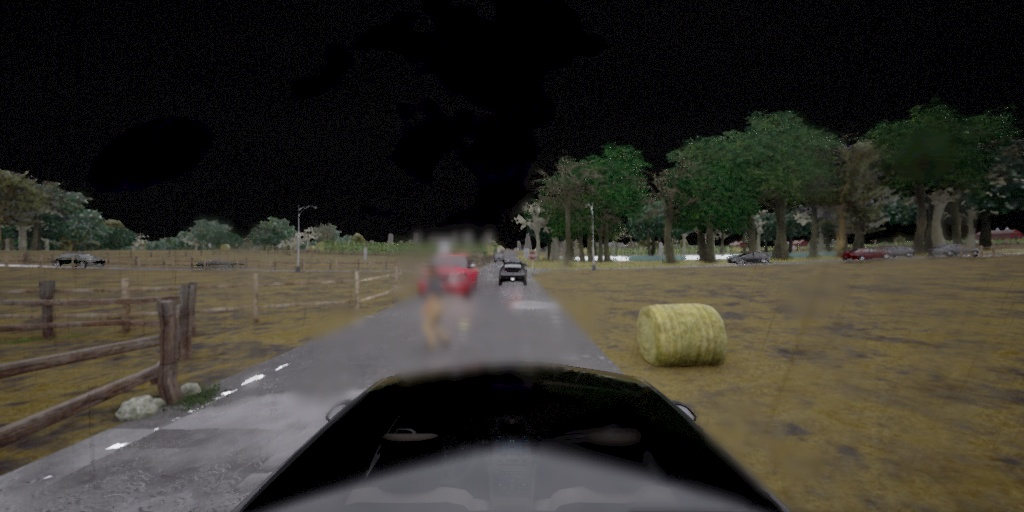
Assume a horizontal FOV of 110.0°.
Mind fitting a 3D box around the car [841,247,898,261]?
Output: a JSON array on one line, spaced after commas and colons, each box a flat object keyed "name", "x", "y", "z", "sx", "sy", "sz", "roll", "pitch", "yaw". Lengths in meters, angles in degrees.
[{"name": "car", "x": 42.935, "y": -0.192, "z": 43.455, "sx": 5.008, "sy": 1.535, "sz": 1.882, "roll": -2, "pitch": -1, "yaw": 0}]

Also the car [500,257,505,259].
[{"name": "car", "x": 0.502, "y": 1.076, "z": 36.304, "sx": 2.128, "sy": 1.511, "sz": 4.902, "roll": 0, "pitch": 1, "yaw": 10}]

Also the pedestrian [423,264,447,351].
[{"name": "pedestrian", "x": -1.629, "y": 1.022, "z": 7.445, "sx": 0.375, "sy": 1.860, "sz": 0.375, "roll": 1, "pitch": -1, "yaw": -5}]

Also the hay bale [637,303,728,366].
[{"name": "hay bale", "x": 3.124, "y": 1.386, "z": 6.707, "sx": 1.220, "sy": 1.180, "sz": 1.240, "roll": 0, "pitch": 0, "yaw": 0}]

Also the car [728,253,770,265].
[{"name": "car", "x": 30.498, "y": 0.347, "z": 46.290, "sx": 4.892, "sy": 1.490, "sz": 1.837, "roll": -2, "pitch": -1, "yaw": 0}]

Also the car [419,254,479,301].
[{"name": "car", "x": -2.848, "y": 0.909, "z": 17.389, "sx": 2.150, "sy": 2.045, "sz": 5.566, "roll": 0, "pitch": 0, "yaw": 0}]

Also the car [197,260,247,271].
[{"name": "car", "x": -34.789, "y": 1.082, "z": 43.148, "sx": 4.718, "sy": 1.301, "sz": 1.895, "roll": 1, "pitch": -1, "yaw": 0}]

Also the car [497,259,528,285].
[{"name": "car", "x": 0.062, "y": 1.159, "z": 24.911, "sx": 1.837, "sy": 1.490, "sz": 4.892, "roll": 0, "pitch": 1, "yaw": 0}]
